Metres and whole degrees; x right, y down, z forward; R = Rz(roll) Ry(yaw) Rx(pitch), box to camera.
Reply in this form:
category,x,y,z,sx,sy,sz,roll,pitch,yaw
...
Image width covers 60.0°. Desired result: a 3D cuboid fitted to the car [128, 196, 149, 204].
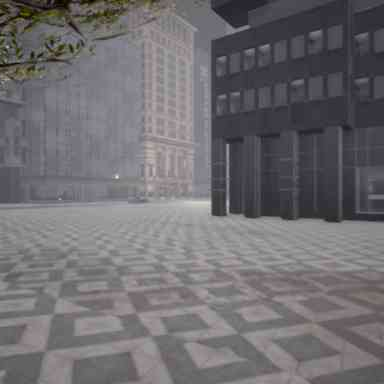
category,x,y,z,sx,sy,sz,roll,pitch,yaw
car,-10.216,1.513,63.941,1.812,1.442,4.674,0,0,36
